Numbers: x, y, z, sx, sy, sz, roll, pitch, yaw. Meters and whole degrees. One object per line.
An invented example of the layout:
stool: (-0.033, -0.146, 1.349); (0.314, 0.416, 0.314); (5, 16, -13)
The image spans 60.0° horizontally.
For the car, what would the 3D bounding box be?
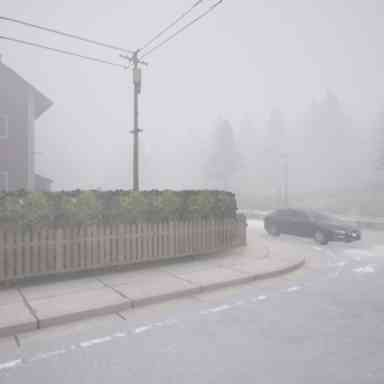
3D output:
car: (5.440, 1.491, 15.612); (1.837, 1.490, 4.892); (1, 0, -28)
